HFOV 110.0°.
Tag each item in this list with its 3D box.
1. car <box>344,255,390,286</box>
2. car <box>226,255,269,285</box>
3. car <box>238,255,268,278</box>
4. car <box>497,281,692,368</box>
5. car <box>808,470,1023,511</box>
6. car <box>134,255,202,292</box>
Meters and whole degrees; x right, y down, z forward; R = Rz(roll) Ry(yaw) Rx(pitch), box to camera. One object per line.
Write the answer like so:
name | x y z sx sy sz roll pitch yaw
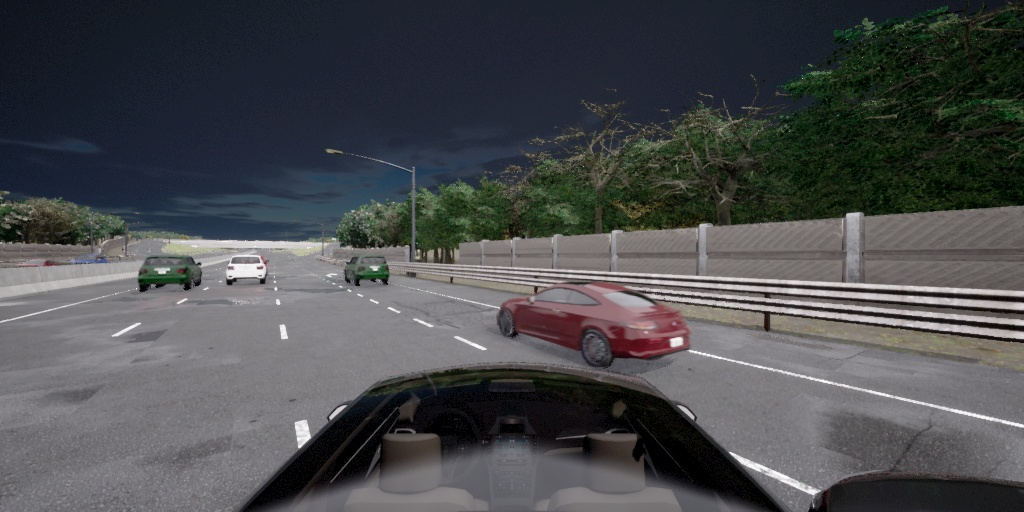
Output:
car | -10.368 0.962 25.450 2.150 2.045 5.566 0 0 -34
car | -19.273 0.957 26.159 2.150 2.045 5.566 0 0 -34
car | -25.262 0.946 35.111 2.150 2.045 5.566 0 0 -34
car | 1.475 1.275 7.919 1.812 1.442 4.674 0 0 -34
car | 2.986 1.315 0.409 4.181 1.385 1.994 0 0 34
car | -20.476 0.961 21.668 2.150 2.045 5.566 0 0 -34
